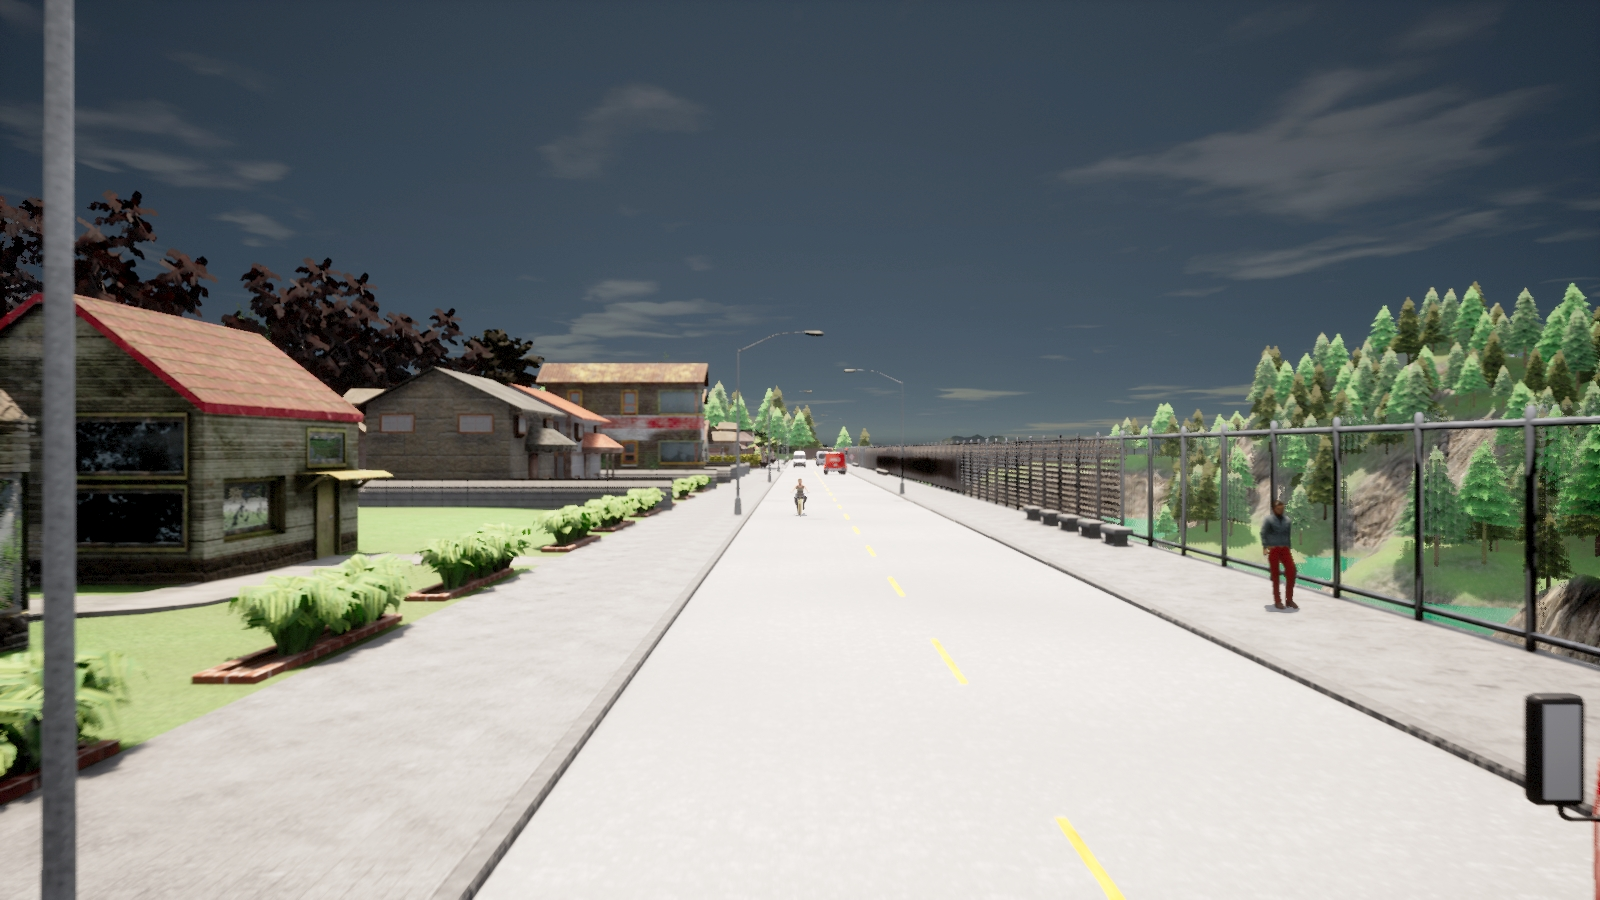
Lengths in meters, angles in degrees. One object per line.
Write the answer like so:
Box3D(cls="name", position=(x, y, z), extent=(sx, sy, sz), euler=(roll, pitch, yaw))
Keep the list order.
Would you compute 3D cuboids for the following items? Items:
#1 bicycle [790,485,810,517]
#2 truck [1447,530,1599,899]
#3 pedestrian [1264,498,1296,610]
Box3D(cls="bicycle", position=(0.006, 2.157, 48.275), extent=(0.859, 1.276, 1.487), euler=(0, 0, 0))
Box3D(cls="truck", position=(4.000, 1.568, 2.142), extent=(2.627, 2.467, 5.204), euler=(0, 0, 0))
Box3D(cls="pedestrian", position=(8.109, 1.743, 19.319), extent=(0.375, 1.860, 0.375), euler=(0, 0, -1))
